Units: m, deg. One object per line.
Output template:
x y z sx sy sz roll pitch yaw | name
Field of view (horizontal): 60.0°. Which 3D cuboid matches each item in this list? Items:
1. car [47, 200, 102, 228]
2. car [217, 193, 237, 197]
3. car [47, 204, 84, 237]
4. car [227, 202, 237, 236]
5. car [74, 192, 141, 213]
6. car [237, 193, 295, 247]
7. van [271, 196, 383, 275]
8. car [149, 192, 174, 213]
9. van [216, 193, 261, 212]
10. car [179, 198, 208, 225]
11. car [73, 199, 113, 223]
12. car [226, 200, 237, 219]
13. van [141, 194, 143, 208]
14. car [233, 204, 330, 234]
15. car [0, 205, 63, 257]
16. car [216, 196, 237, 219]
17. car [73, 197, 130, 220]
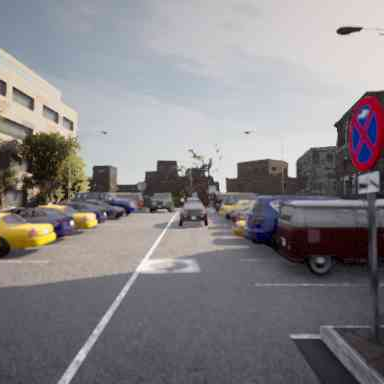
-7.835 1.376 17.622 5.366 1.575 1.946 0 0 0 | car
4.649 1.189 29.059 4.553 1.767 2.185 0 0 0 | car
-7.678 1.425 14.827 4.792 1.488 2.163 0 0 0 | car
4.495 1.391 14.977 5.366 1.575 1.946 0 0 0 | car
-7.621 1.065 28.795 5.566 2.045 2.435 0 0 0 | car
4.709 1.158 12.310 5.566 2.045 2.435 0 0 0 | car
4.797 1.199 9.519 4.442 1.987 1.878 0 0 0 | van
-3.080 1.050 34.499 2.150 2.045 5.566 0 0 0 | car
4.797 1.085 34.625 4.442 1.987 1.878 0 0 0 | van
0.098 1.396 22.763 1.812 1.442 4.674 0 0 0 | car
-7.679 1.393 20.416 4.792 1.488 2.163 0 0 0 | car
4.677 1.403 20.561 4.674 1.452 2.002 0 0 0 | car
-7.767 1.110 37.151 4.442 1.987 1.878 0 0 0 | van
4.678 1.418 17.893 4.674 1.452 2.002 0 0 0 | car
-7.835 1.408 12.035 5.366 1.575 1.946 0 0 0 | car
4.866 1.328 26.141 5.366 1.575 1.946 0 0 0 | car
-7.621 1.361 26.003 4.792 1.488 2.163 0 0 0 | car
